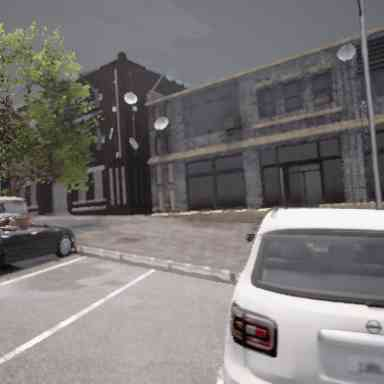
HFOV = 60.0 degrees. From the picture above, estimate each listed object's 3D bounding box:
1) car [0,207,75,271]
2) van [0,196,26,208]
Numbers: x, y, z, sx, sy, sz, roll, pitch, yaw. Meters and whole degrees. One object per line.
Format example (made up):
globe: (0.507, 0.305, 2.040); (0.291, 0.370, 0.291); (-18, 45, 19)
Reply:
car: (-5.492, 1.386, 9.937); (2.231, 1.521, 4.892); (1, 0, 16)
van: (-7.963, 1.129, 11.597); (1.878, 1.987, 4.442); (1, 0, 16)
